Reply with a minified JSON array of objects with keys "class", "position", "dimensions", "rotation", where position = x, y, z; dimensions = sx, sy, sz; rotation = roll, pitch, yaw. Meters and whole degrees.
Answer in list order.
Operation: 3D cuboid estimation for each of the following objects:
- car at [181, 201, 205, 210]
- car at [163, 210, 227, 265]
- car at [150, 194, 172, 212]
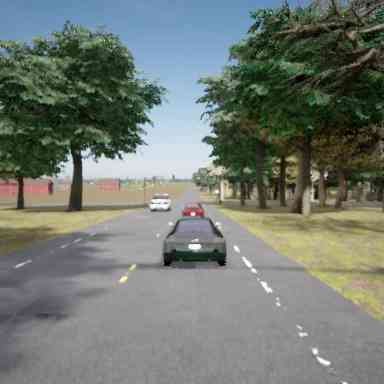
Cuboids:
[{"class":"car","position":[0.090,1.502,27.572],"dimensions":[1.812,1.442,4.674],"rotation":[0,0,0]},{"class":"car","position":[0.087,1.546,11.619],"dimensions":[1.994,1.385,4.181],"rotation":[0,0,0]},{"class":"car","position":[-3.589,1.223,38.849],"dimensions":[2.150,2.045,5.566],"rotation":[0,-1,0]}]
